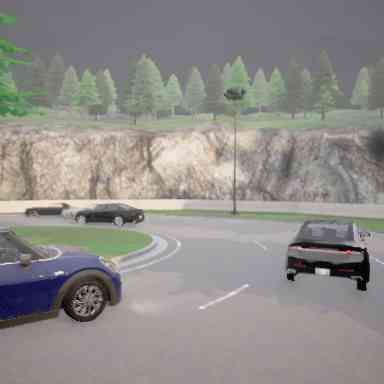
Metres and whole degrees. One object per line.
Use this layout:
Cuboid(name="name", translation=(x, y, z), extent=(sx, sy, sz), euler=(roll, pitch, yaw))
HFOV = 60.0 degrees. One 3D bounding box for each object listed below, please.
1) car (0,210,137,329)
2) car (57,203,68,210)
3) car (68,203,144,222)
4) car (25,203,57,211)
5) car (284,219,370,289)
Cuboid(name="car", translation=(-3.533, 1.354, 5.679), extent=(4.553, 1.767, 2.097), euler=(0, 0, -38))
Cuboid(name="car", translation=(-8.097, 1.636, 27.113), extent=(4.718, 1.301, 1.895), euler=(0, 0, 4))
Cuboid(name="car", translation=(-5.767, 1.510, 23.102), extent=(5.008, 1.535, 1.882), euler=(0, -1, 21))
Cuboid(name="car", translation=(-12.444, 1.631, 29.982), extent=(4.718, 1.301, 1.895), euler=(0, 0, -12))
Cuboid(name="car", translation=(3.867, 1.519, 9.406), extent=(2.128, 1.511, 4.902), euler=(1, 0, 25))
